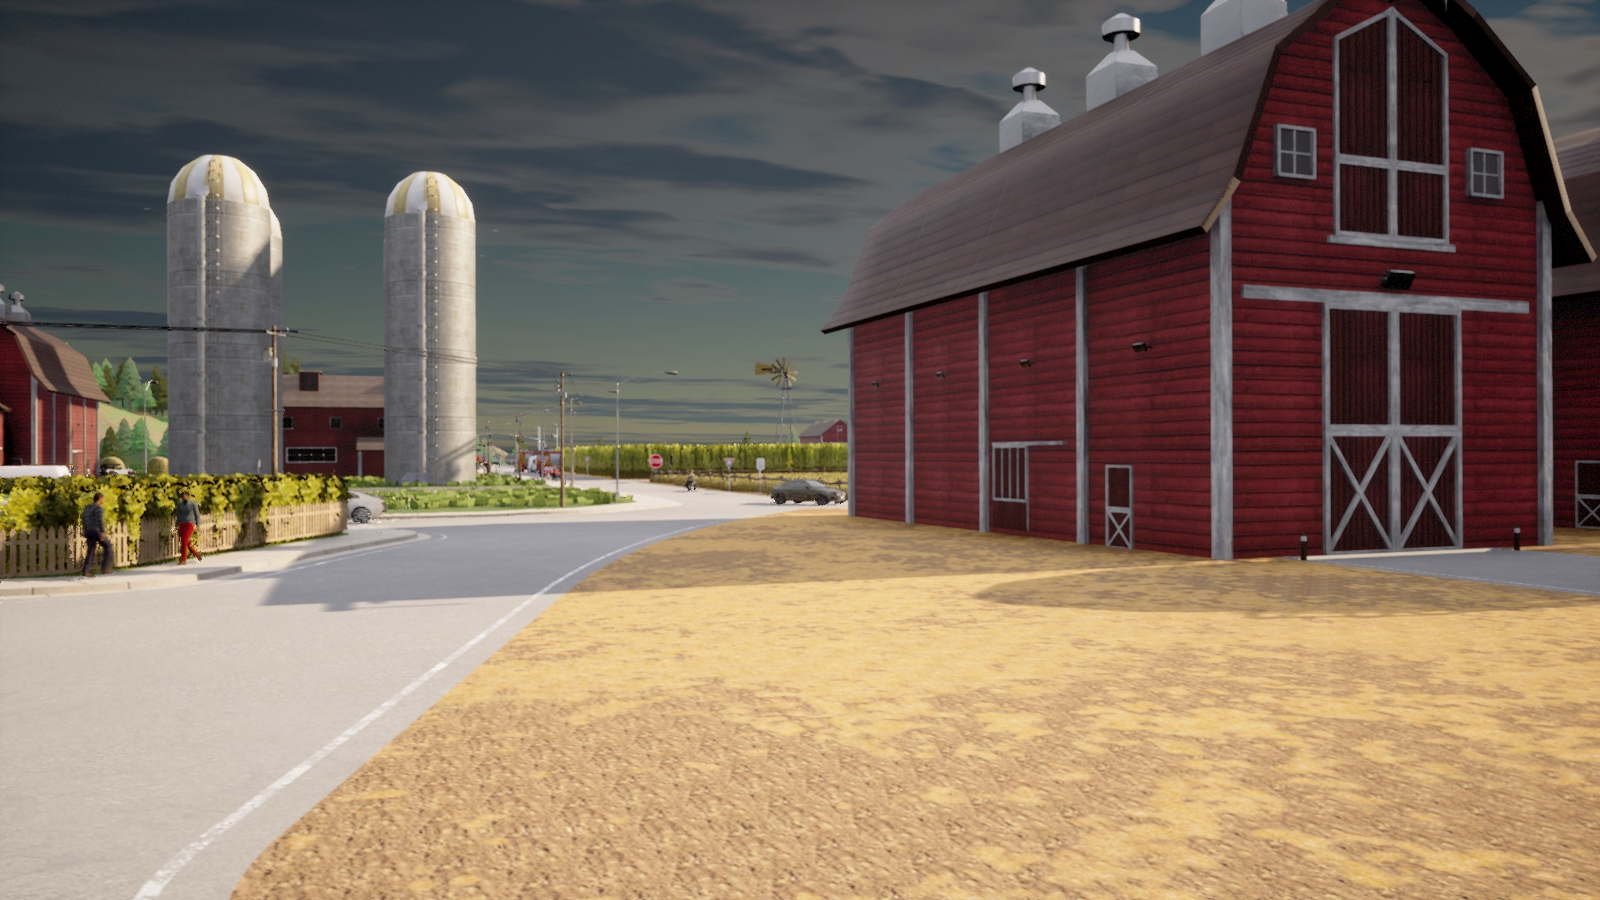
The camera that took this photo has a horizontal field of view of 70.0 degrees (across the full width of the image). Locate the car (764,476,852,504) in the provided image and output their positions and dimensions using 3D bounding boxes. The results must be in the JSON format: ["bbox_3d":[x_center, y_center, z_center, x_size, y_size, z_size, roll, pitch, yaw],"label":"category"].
[{"bbox_3d":[0.442,2.243,64.629,4.674,1.442,2.002,0,0,35],"label":"car"}]

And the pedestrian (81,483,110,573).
[{"bbox_3d":[-14.914,1.643,24.199,0.375,1.860,0.375,0,0,21],"label":"pedestrian"}]

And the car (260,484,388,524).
[{"bbox_3d":[-20.129,2.256,48.482,4.902,1.511,2.128,0,0,-22],"label":"car"}]

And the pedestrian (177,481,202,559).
[{"bbox_3d":[-14.665,1.676,27.456,0.375,1.860,0.375,0,0,8],"label":"pedestrian"}]

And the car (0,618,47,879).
[{"bbox_3d":[-5.820,1.851,5.123,2.007,1.525,4.514,0,0,-2],"label":"car"}]
